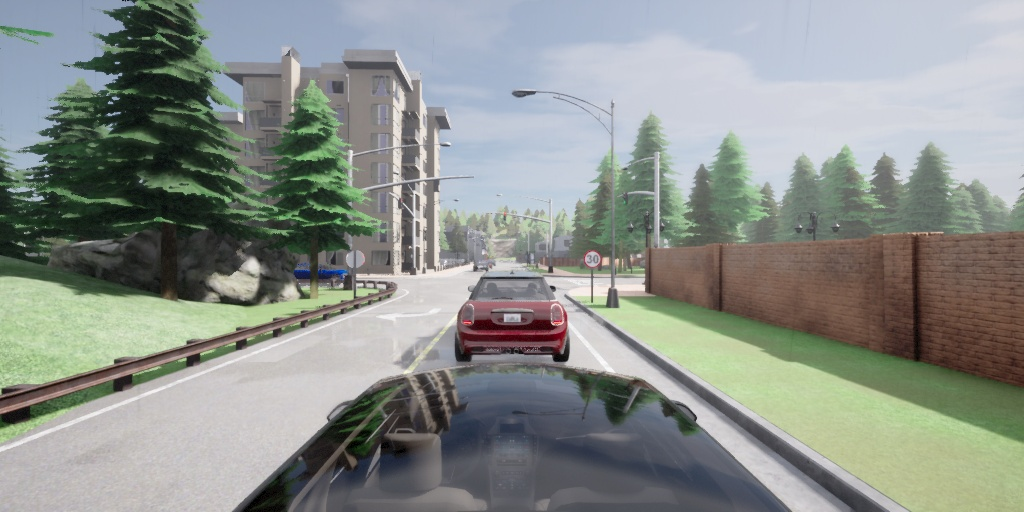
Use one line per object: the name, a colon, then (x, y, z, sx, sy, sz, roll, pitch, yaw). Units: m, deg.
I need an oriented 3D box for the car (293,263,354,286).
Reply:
car: (-13.575, 1.243, 25.041, 5.008, 1.535, 1.882, 0, 0, -1)

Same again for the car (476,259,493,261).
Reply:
car: (-3.983, 1.241, 46.694, 2.128, 1.511, 4.902, 0, 0, -1)

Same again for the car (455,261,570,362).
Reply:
car: (0.005, 1.102, 8.373, 2.097, 1.767, 4.553, 0, 0, 0)

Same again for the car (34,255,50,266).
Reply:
car: (-29.773, 0.985, 24.710, 5.566, 2.045, 2.150, 0, 0, -1)
